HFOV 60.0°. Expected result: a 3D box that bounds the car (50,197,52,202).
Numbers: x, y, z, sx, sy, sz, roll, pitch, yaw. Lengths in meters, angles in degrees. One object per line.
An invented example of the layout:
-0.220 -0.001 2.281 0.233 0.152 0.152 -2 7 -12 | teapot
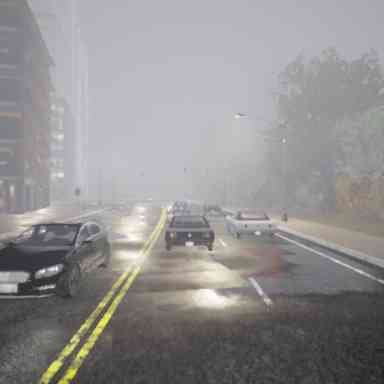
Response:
-27.911 1.216 60.761 4.097 1.590 1.967 1 -1 -14 | car

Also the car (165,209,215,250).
-0.152 1.634 14.495 1.895 1.301 4.718 0 0 -2 | car

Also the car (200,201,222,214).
1.956 1.669 36.202 1.895 1.301 4.718 0 0 -4 | car

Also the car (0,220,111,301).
-3.425 1.518 8.573 2.128 1.511 4.902 0 0 -1 | car

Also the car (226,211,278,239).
2.985 1.636 17.719 1.895 1.301 4.718 0 0 -2 | car

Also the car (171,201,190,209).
-1.179 1.618 34.490 2.033 1.411 5.357 0 0 -4 | car
